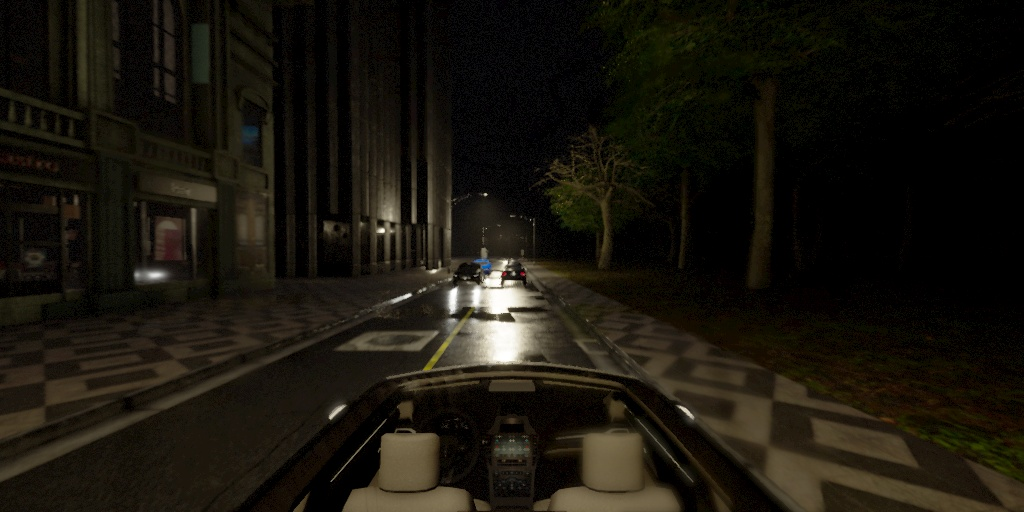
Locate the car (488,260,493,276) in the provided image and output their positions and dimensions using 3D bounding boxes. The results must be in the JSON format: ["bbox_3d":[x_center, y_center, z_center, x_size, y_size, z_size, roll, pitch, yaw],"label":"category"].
[{"bbox_3d":[-2.928,1.108,34.742,1.882,1.535,5.008,0,0,0],"label":"car"}]

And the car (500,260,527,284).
[{"bbox_3d":[0.124,1.233,26.124,2.033,1.411,5.357,0,0,1],"label":"car"}]

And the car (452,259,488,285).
[{"bbox_3d":[-2.965,1.195,25.183,1.837,1.490,4.892,0,0,1],"label":"car"}]
